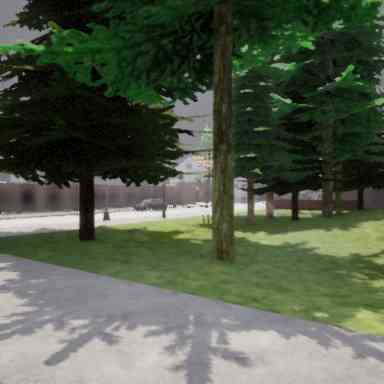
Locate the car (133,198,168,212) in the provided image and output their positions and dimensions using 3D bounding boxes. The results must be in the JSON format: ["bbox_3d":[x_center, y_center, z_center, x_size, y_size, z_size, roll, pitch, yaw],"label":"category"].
[{"bbox_3d":[-4.886,1.544,39.689,1.837,1.490,4.892,0,0,36],"label":"car"}]
